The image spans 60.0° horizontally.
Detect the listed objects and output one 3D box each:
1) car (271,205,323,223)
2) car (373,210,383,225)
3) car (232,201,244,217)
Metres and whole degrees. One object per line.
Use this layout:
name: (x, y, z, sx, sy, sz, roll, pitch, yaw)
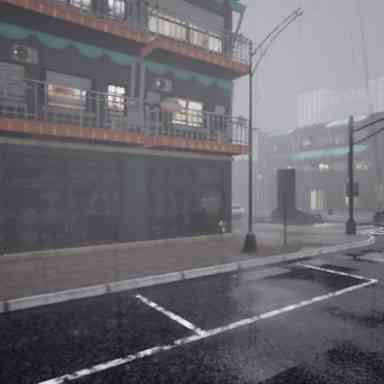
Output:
car: (8.495, 1.764, 27.211, 1.994, 1.385, 4.181, 0, -1, -35)
car: (14.939, 1.587, 22.822, 2.128, 1.511, 4.902, 0, -2, -25)
car: (2.958, 1.535, 34.960, 2.150, 2.045, 5.566, 0, -1, -35)
